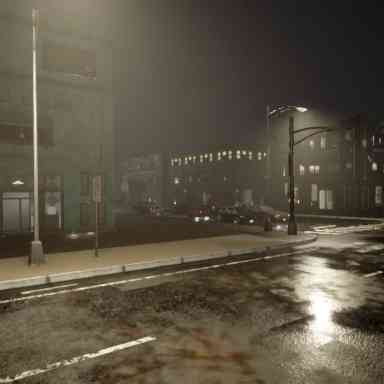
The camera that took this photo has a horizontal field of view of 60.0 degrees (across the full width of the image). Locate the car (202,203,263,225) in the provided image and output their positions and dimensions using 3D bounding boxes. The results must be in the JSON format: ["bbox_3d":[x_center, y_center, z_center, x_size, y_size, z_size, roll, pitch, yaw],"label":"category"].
[{"bbox_3d":[3.117,1.814,26.314,1.947,1.339,4.313,-2,0,-35],"label":"car"}]

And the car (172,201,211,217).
[{"bbox_3d":[-0.289,1.895,35.767,1.994,1.385,4.181,-1,0,-37],"label":"car"}]

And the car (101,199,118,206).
[{"bbox_3d":[-17.272,2.226,69.603,1.887,1.381,4.507,-1,0,-35],"label":"car"}]

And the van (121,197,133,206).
[{"bbox_3d":[-10.856,1.906,60.585,1.690,1.788,3.998,-1,0,-35],"label":"van"}]

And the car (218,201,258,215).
[{"bbox_3d":[5.202,1.809,38.041,2.008,1.369,4.403,-2,0,-35],"label":"car"}]

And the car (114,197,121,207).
[{"bbox_3d":[-14.067,1.939,65.094,2.192,1.841,5.009,-1,0,-35],"label":"car"}]

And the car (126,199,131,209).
[{"bbox_3d":[-6.388,1.997,44.367,2.033,1.411,5.357,-1,0,-35],"label":"car"}]

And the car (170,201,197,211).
[{"bbox_3d":[-1.218,1.965,47.059,1.802,1.307,4.206,-2,0,-35],"label":"car"}]

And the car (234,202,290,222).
[{"bbox_3d":[5.523,1.764,27.625,2.033,1.411,5.357,-1,0,-36],"label":"car"}]

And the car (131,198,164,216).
[{"bbox_3d":[-4.836,1.845,37.687,1.967,1.590,4.097,-1,0,-35],"label":"car"}]
